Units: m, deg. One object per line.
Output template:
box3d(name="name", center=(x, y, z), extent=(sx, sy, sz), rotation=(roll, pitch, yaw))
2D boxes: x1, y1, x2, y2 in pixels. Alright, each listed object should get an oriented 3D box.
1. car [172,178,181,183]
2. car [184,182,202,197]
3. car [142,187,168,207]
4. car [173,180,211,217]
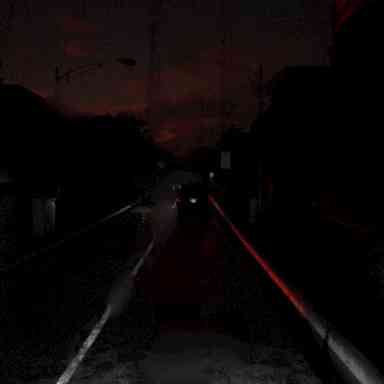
box3d(name="car", center=(-3.008, -2.075, 69.075), extent=(2.128, 1.511, 4.902), rotation=(0, 3, 0))
box3d(name="car", center=(0.099, -0.367, 40.404), extent=(2.128, 1.511, 4.902), rotation=(0, 3, 0))
box3d(name="car", center=(-3.098, 0.331, 28.601), extent=(1.882, 1.535, 5.008), rotation=(0, 3, 0))
box3d(name="car", center=(0.100, 0.447, 22.513), extent=(2.150, 2.045, 5.566), rotation=(0, 4, 0))
